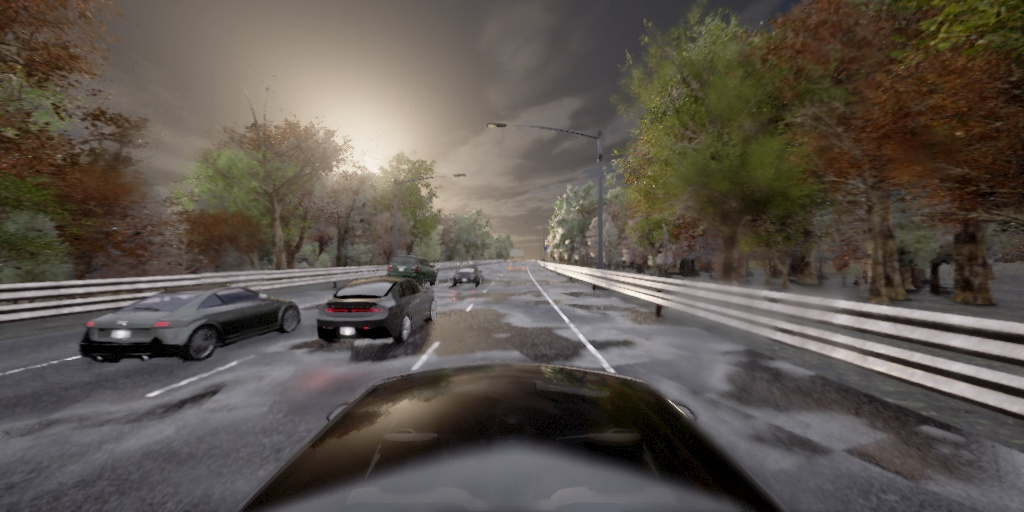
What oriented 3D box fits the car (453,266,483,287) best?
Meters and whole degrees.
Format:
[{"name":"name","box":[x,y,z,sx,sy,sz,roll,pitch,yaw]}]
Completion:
[{"name":"car","box":[-3.198,1.463,26.532,1.812,1.442,4.674,0,0,0]}]

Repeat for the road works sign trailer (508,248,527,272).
[{"name":"road works sign trailer","box":[0.719,0.580,52.726,2.380,3.560,2.880,0,0,2]}]

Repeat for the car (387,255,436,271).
[{"name":"car","box":[-6.683,1.089,24.573,2.150,2.045,5.566,3,-3,2]}]

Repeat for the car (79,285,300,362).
[{"name":"car","box":[-6.887,1.362,8.330,1.994,1.385,4.181,0,0,0]}]

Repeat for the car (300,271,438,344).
[{"name":"car","box":[-3.381,1.317,9.815,1.837,1.490,4.892,0,0,0]}]
